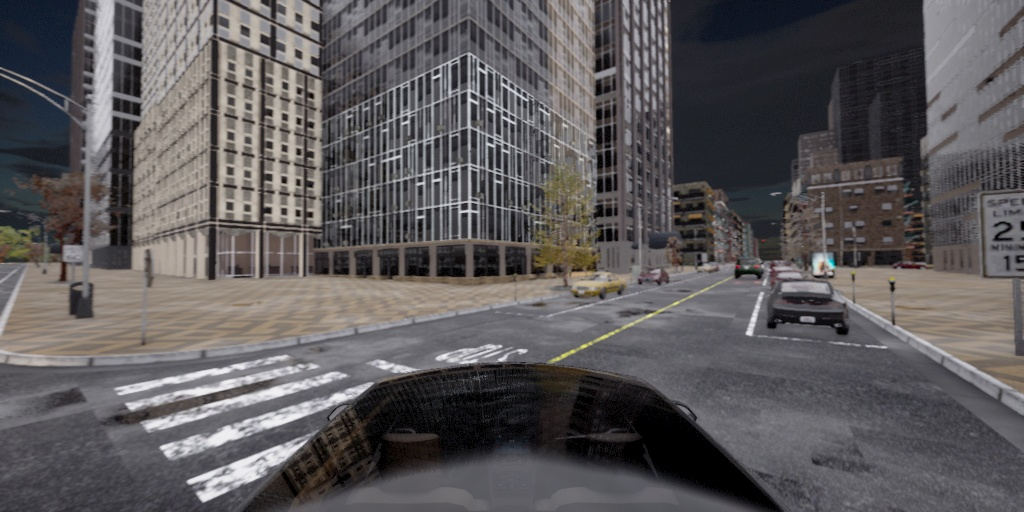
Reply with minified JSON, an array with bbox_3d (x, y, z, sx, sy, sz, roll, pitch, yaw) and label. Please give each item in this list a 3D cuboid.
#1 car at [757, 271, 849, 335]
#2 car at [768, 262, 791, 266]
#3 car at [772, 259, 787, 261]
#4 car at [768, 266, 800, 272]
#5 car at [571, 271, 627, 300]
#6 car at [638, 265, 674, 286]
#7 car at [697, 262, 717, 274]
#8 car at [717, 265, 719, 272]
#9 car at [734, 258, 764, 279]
[{"bbox_3d":[8.489,1.324,10.503,2.007,1.370,4.403,0,0,36],"label":"car"},{"bbox_3d":[21.540,1.452,28.509,1.888,1.381,4.507,0,0,36],"label":"car"},{"bbox_3d":[31.327,1.323,42.012,2.192,1.841,5.009,0,0,36],"label":"car"},{"bbox_3d":[15.015,1.422,19.506,1.802,1.307,4.207,0,0,36],"label":"car"},{"bbox_3d":[4.867,1.504,19.783,1.751,1.417,4.829,0,0,36],"label":"car"},{"bbox_3d":[11.492,1.627,28.924,1.802,1.307,4.207,0,0,36],"label":"car"},{"bbox_3d":[27.707,1.738,51.293,1.751,1.417,4.829,0,0,36],"label":"car"},{"bbox_3d":[31.069,1.686,55.932,1.967,1.591,4.097,0,0,36],"label":"car"},{"bbox_3d":[23.877,1.229,36.229,2.150,2.045,5.566,-1,-1,36],"label":"car"}]
